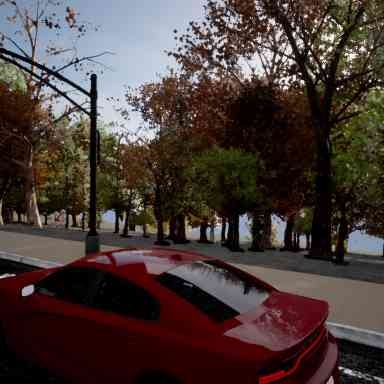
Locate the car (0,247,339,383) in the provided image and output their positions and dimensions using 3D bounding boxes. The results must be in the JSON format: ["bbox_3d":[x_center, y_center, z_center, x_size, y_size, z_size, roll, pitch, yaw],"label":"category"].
[{"bbox_3d":[-0.849,1.477,4.283,5.008,1.535,1.882,0,0,35],"label":"car"}]
